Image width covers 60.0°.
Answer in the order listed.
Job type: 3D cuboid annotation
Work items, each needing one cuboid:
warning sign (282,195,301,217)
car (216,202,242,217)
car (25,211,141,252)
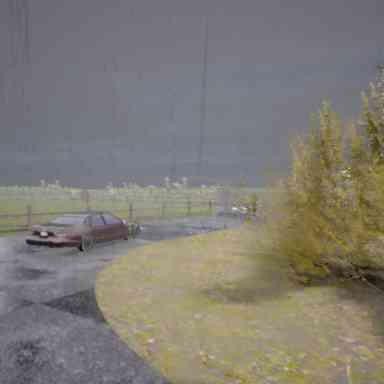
[{"bbox_3d":[8.896,1.234,29.670,1.300,1.860,1.060,1,0,34],"label":"warning sign"},{"bbox_3d":[4.178,1.644,32.153,1.895,1.301,4.718,1,0,34],"label":"car"},{"bbox_3d":[-4.196,1.516,13.917,2.033,1.411,5.357,1,0,22],"label":"car"}]
